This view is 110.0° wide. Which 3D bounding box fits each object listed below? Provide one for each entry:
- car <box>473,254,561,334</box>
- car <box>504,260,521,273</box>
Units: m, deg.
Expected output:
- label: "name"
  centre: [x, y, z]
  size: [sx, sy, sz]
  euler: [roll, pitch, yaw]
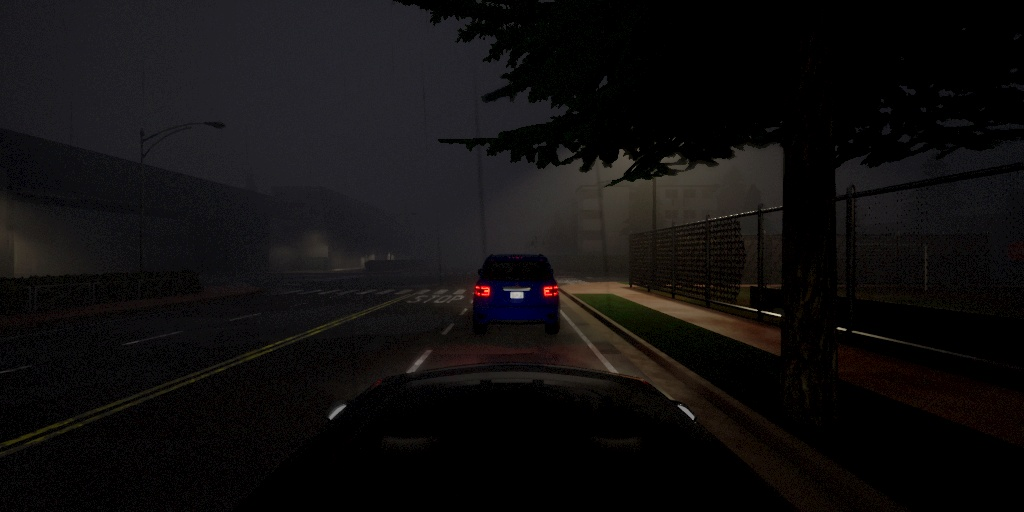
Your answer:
- label: "car"
  centre: [0.115, 0.972, 10.738]
  size: [2.150, 2.045, 5.566]
  euler: [0, 0, 0]
- label: "car"
  centre: [0.025, 1.242, 45.614]
  size: [2.128, 1.511, 4.902]
  euler: [0, 0, 0]
